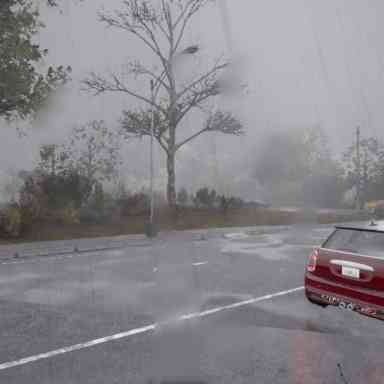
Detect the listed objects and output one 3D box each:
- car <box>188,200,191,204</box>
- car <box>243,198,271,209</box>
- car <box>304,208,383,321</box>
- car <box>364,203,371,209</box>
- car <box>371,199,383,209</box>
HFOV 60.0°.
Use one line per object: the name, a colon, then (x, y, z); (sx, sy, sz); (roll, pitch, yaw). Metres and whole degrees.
car: (-0.966, 1.688, 65.209); (1.882, 1.535, 5.008); (0, -1, -22)
car: (8.307, 1.580, 45.082); (2.033, 1.411, 5.357); (0, 0, -27)
car: (4.396, 1.352, 6.747); (4.553, 1.767, 2.097); (0, 0, -34)
car: (19.432, 1.477, 32.289); (1.882, 1.535, 5.008); (0, 0, -32)
car: (15.919, 1.478, 25.934); (1.882, 1.535, 5.008); (2, 0, 15)
